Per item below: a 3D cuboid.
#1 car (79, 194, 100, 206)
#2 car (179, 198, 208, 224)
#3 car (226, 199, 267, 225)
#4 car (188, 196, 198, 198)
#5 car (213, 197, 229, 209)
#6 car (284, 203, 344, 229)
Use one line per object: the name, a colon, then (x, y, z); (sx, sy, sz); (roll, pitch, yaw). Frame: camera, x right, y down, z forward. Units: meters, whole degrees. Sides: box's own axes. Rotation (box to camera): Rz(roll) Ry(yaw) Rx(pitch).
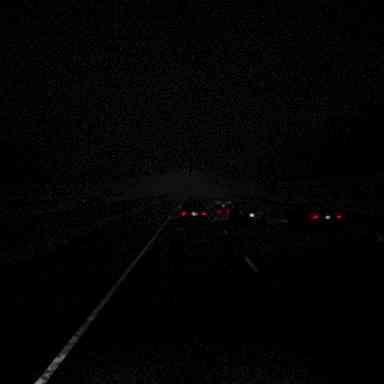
car: (-13.985, 0.991, 45.530); (2.128, 1.511, 4.902); (0, 0, 0)
car: (0.105, 1.348, 22.460); (2.033, 1.411, 5.357); (0, 0, 0)
car: (3.607, 1.368, 22.013); (1.994, 1.385, 4.181); (0, 0, 0)
car: (0.112, 1.244, 42.182); (1.994, 1.385, 4.181); (0, 0, 0)
car: (3.613, 1.292, 40.216); (1.895, 1.301, 4.718); (0, 0, 0)
car: (7.106, 1.368, 19.905); (2.033, 1.411, 5.357); (0, 0, 0)
